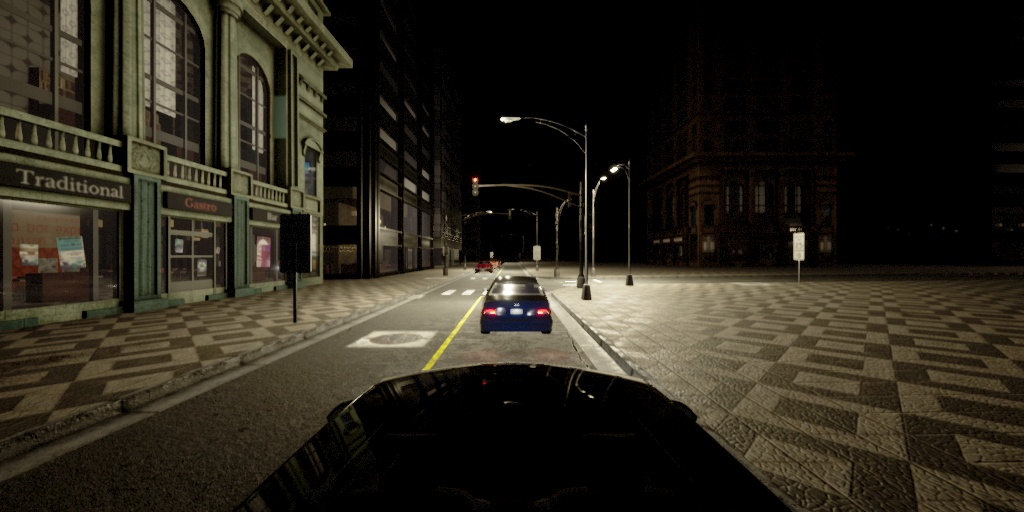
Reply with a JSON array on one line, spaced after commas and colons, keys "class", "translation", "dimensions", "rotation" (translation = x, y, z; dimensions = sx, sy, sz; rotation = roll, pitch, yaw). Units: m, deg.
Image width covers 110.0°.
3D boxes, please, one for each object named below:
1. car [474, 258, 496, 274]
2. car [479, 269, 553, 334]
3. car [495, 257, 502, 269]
[{"class": "car", "translation": [-3.118, 1.269, 40.727], "dimensions": [1.812, 1.442, 4.674], "rotation": [0, 0, 0]}, {"class": "car", "translation": [0.096, 1.295, 10.547], "dimensions": [2.033, 1.411, 5.357], "rotation": [0, 0, 0]}, {"class": "car", "translation": [-3.093, 1.096, 57.668], "dimensions": [2.097, 1.767, 4.553], "rotation": [0, 0, 0]}]
